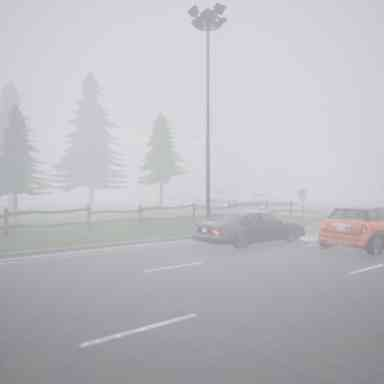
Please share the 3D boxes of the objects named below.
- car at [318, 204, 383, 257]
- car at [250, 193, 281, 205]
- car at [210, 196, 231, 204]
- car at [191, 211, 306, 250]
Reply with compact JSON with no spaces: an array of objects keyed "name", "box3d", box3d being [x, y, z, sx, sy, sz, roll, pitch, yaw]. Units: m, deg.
[{"name":"car","box3d":[7.080,1.326,13.138,4.553,1.767,2.097,0,0,-35]},{"name":"car","box3d":[12.202,1.140,55.700,2.150,2.045,5.566,0,0,-35]},{"name":"car","box3d":[5.114,1.486,59.750,1.994,1.385,4.181,0,0,-34]},{"name":"car","box3d":[2.534,1.527,14.221,5.357,1.411,2.033,0,0,-35]}]
